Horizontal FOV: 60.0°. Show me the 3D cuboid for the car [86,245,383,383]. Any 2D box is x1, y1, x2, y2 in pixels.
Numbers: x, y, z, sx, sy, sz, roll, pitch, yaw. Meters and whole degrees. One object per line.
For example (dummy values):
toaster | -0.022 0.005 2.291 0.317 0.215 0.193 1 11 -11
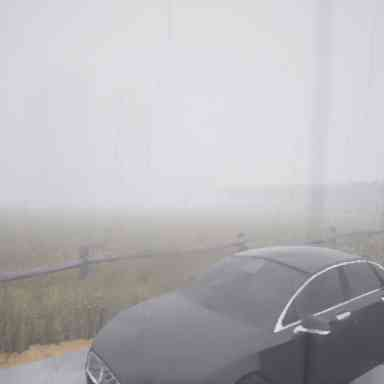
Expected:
car | 1.161 1.537 4.299 4.892 1.490 1.837 1 0 -35
